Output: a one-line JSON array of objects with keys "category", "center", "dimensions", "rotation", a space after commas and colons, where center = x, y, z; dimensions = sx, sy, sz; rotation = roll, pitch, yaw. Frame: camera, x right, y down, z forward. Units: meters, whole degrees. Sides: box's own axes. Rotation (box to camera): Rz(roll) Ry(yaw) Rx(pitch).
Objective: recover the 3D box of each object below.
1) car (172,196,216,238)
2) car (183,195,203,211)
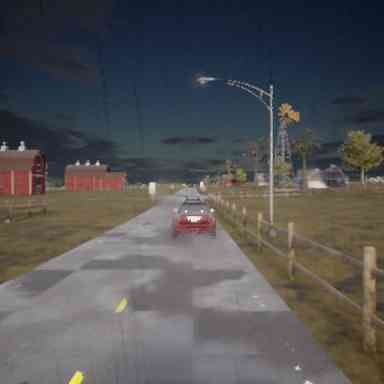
[{"category": "car", "center": [0.100, 1.295, 17.368], "dimensions": [2.097, 1.767, 4.553], "rotation": [0, 0, 0]}, {"category": "car", "center": [0.101, 1.146, 36.960], "dimensions": [2.128, 1.511, 4.902], "rotation": [0, 1, 0]}]
